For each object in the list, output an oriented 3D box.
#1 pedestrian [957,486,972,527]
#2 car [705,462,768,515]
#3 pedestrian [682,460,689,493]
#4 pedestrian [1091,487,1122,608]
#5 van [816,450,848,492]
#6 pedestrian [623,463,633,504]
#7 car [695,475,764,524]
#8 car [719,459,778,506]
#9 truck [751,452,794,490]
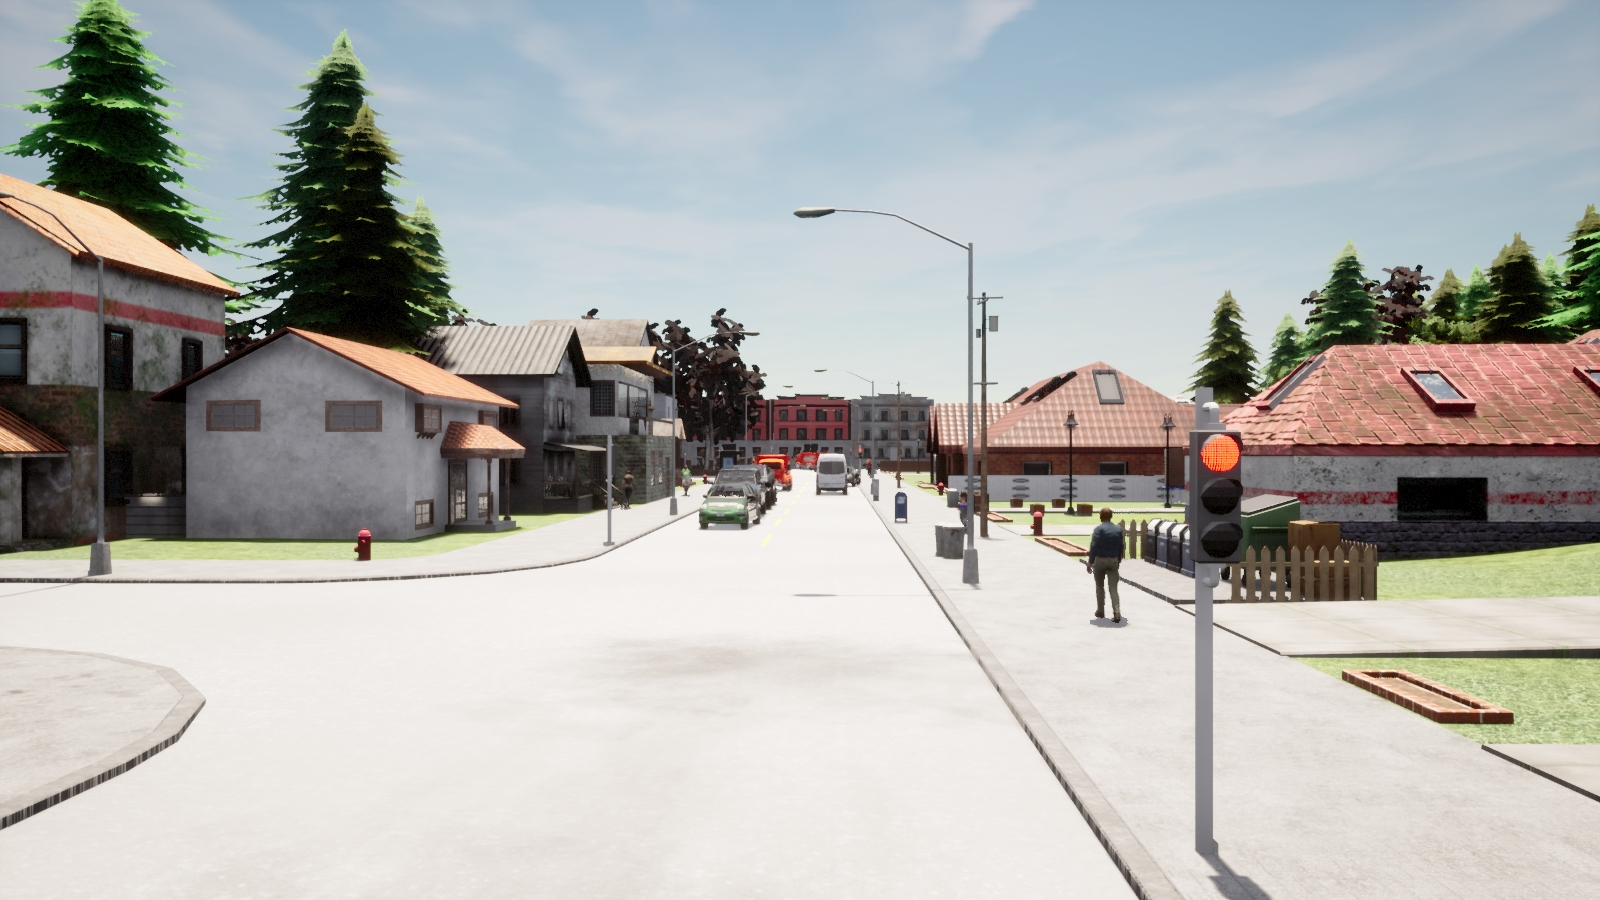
[{"bbox_3d":[5.299,1.803,36.772,0.375,1.300,0.375,0,0,31],"label":"pedestrian"},{"bbox_3d":[-2.626,1.559,48.404,2.150,2.045,5.566,0,0,2],"label":"car"},{"bbox_3d":[-6.610,1.524,66.128,0.375,1.860,0.375,0,0,-5],"label":"pedestrian"},{"bbox_3d":[4.809,1.524,17.937,0.375,1.860,0.375,0,0,-4],"label":"pedestrian"},{"bbox_3d":[2.035,1.315,73.194,1.988,2.561,5.915,0,0,2],"label":"van"},{"bbox_3d":[-7.902,1.525,52.441,0.375,1.860,0.375,0,0,2],"label":"pedestrian"},{"bbox_3d":[-2.533,1.779,41.798,1.851,1.617,3.988,0,0,7],"label":"car"},{"bbox_3d":[-2.451,1.534,55.813,2.390,2.098,6.274,0,0,2],"label":"car"},{"bbox_3d":[-1.839,1.348,77.156,2.627,2.467,5.204,0,0,2],"label":"truck"}]
